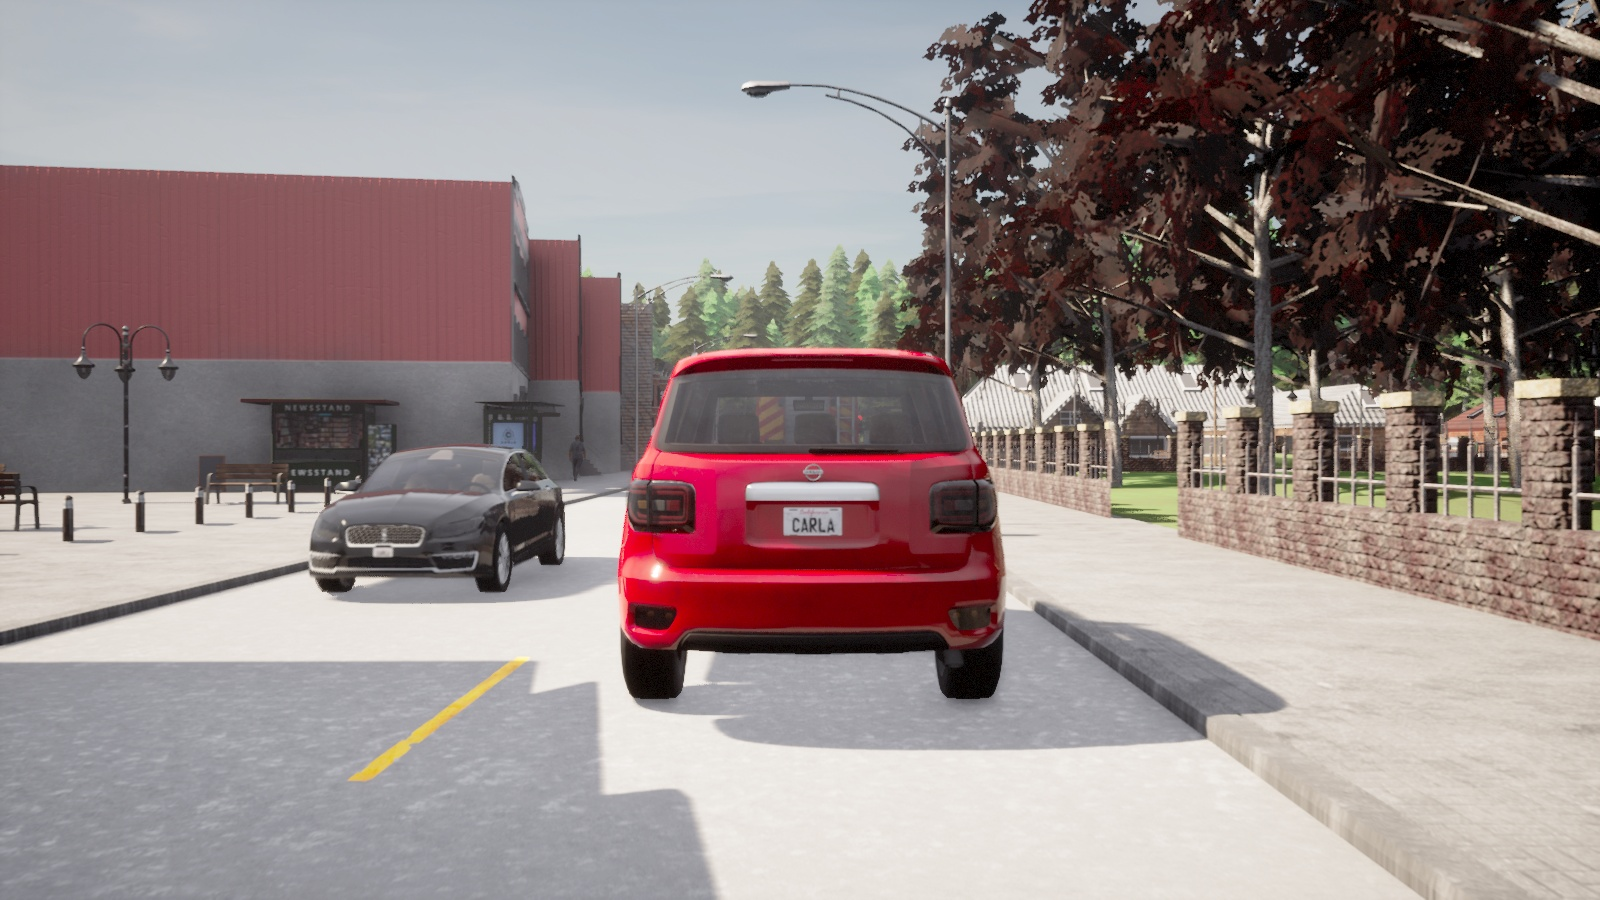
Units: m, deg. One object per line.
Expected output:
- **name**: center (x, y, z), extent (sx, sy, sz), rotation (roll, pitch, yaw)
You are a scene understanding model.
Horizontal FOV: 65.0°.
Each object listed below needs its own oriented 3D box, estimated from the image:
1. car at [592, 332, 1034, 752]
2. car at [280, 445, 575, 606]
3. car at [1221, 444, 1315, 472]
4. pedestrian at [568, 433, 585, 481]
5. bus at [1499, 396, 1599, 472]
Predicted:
- **car**: center (0.067, 0.433, 8.892), extent (2.150, 2.045, 5.566), rotation (0, 0, 0)
- **car**: center (-3.903, 0.695, 14.118), extent (1.837, 1.490, 4.892), rotation (0, 0, 0)
- **car**: center (26.322, 0.445, 70.755), extent (4.514, 1.525, 2.007), rotation (0, 0, -1)
- **pedestrian**: center (-8.642, 0.264, 48.492), extent (0.540, 1.848, 0.694), rotation (0, 0, -2)
- **bus**: center (46.399, -0.867, 72.091), extent (10.273, 4.253, 3.944), rotation (0, -1, 42)
